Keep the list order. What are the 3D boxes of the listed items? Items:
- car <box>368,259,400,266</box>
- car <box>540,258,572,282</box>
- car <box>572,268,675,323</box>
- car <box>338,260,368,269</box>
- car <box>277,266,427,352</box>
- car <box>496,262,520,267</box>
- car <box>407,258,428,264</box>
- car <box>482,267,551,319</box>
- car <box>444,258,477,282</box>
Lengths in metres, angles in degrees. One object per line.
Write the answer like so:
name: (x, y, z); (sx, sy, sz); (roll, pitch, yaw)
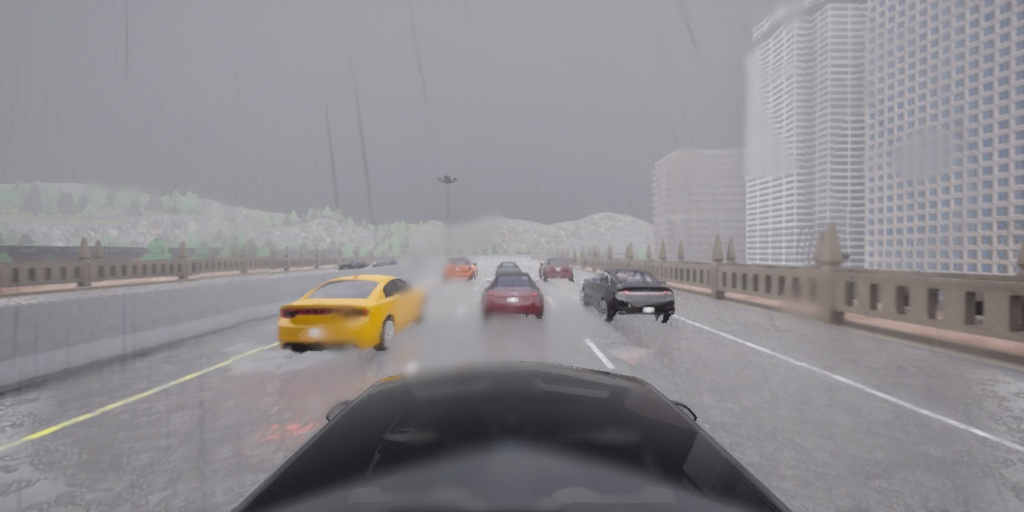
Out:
car: (-14.896, 1.015, 42.914); (2.033, 1.411, 5.357); (0, 0, -1)
car: (3.225, 0.928, 27.019); (2.097, 1.767, 4.553); (0, 0, -1)
car: (3.538, 1.173, 11.744); (2.128, 1.511, 4.902); (0, 0, 0)
car: (-18.370, 1.075, 41.850); (1.895, 1.301, 4.718); (0, 0, -1)
car: (-3.447, 1.179, 8.778); (1.882, 1.535, 5.008); (0, 1, 0)
car: (-0.294, 1.135, 27.790); (1.994, 1.385, 4.181); (0, 0, -1)
car: (-11.411, 0.955, 43.490); (2.128, 1.511, 4.902); (0, 0, -1)
car: (0.032, 1.240, 12.457); (1.994, 1.385, 4.181); (0, 0, -1)
car: (-3.774, 0.929, 26.921); (2.097, 1.767, 4.553); (0, 0, -1)
